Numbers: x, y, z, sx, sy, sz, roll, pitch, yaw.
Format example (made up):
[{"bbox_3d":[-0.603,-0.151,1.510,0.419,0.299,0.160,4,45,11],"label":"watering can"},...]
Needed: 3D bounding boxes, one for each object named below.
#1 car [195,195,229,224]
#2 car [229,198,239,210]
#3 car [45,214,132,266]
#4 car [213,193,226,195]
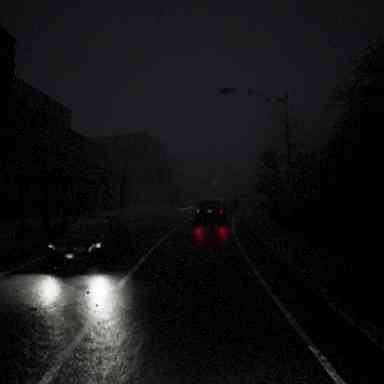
[{"bbox_3d":[1.469,1.346,24.864,2.097,1.767,4.553,-1,0,7],"label":"car"},{"bbox_3d":[4.866,1.499,42.378,2.033,1.411,5.357,-2,0,15],"label":"car"},{"bbox_3d":[-3.368,1.544,11.721,1.812,1.442,4.674,0,0,2],"label":"car"},{"bbox_3d":[4.258,1.245,53.180,2.150,2.045,5.566,-2,0,19],"label":"car"}]
